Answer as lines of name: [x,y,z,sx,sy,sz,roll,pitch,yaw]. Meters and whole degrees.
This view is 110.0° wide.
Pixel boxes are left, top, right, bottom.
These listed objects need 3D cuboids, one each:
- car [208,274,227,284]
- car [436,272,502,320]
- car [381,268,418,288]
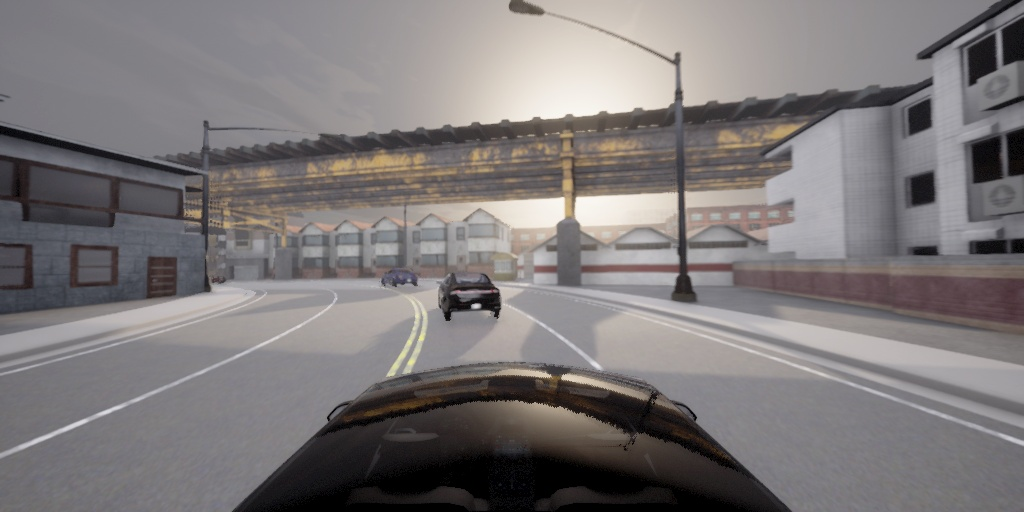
car: [-36.779,2.790,43.075,4.718,1.301,1.895,-2,-2,15]
car: [-1.663,1.316,13.107,2.128,1.511,4.902,0,0,-14]
car: [-8.857,1.662,28.156,1.812,1.442,4.674,1,-2,-35]
